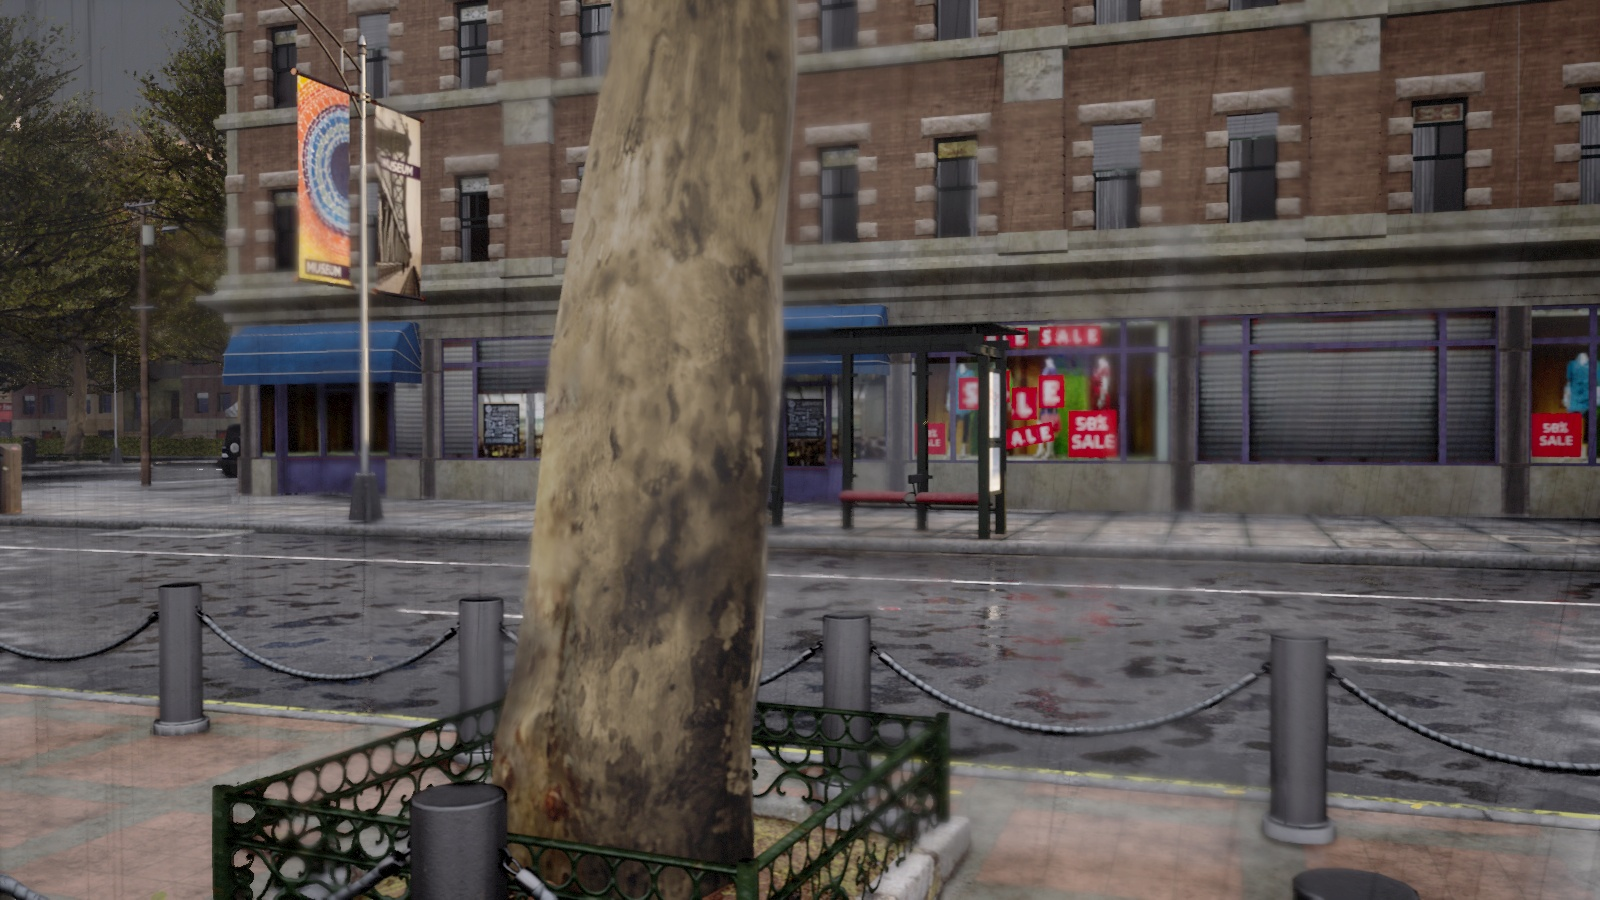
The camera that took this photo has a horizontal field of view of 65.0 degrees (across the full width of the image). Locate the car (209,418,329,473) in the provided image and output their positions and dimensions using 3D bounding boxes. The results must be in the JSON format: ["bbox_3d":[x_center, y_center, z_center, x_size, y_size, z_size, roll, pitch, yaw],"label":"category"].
[{"bbox_3d":[-19.040,-0.202,45.210,1.905,1.878,3.866,1,1,18],"label":"car"}]
